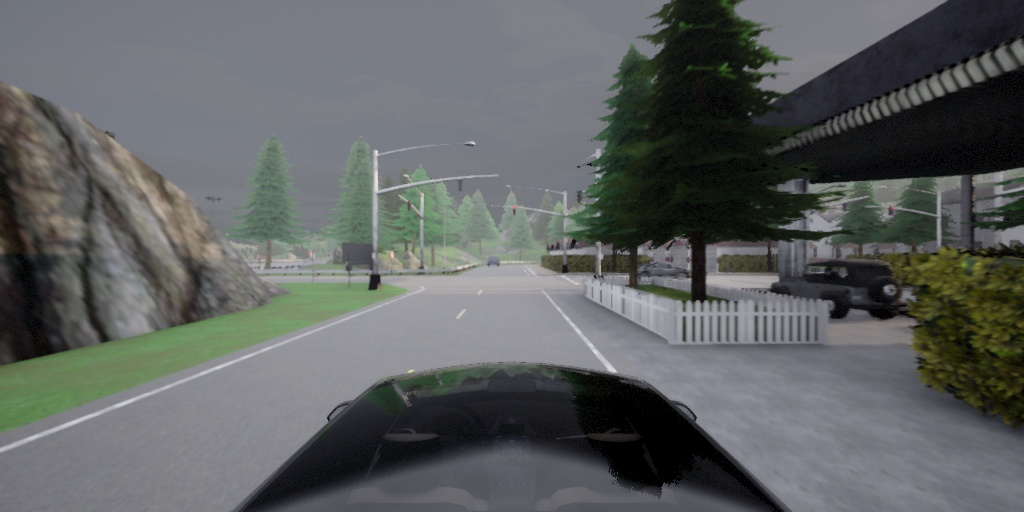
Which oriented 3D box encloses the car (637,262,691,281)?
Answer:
[{"bbox_3d":[10.998,1.143,26.783,4.181,1.385,1.994,1,0,0],"label":"car"}]
